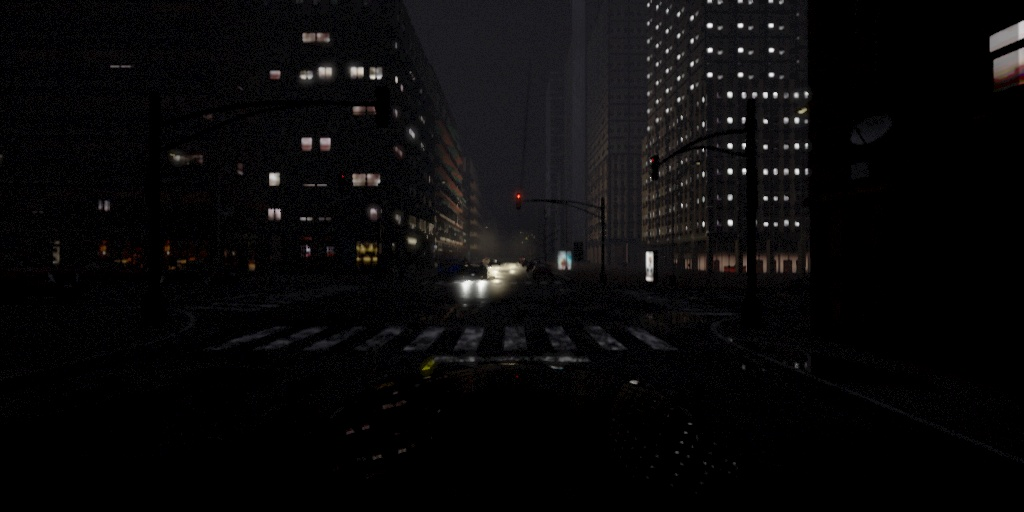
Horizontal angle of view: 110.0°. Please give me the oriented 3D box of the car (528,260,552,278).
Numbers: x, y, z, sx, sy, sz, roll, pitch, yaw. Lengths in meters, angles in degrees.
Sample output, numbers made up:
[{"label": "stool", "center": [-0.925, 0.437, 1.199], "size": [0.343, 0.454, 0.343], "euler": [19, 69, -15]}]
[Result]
[{"label": "car", "center": [2.694, 1.255, 32.645], "size": [1.802, 1.307, 4.207], "euler": [0, 0, 0]}]

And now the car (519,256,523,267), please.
[{"label": "car", "center": [2.695, 1.054, 60.283], "size": [1.967, 1.591, 4.097], "euler": [0, 0, 0]}]

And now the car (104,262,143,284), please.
[{"label": "car", "center": [-24.362, 0.983, 21.433], "size": [4.207, 1.307, 1.802], "euler": [0, 0, 0]}]

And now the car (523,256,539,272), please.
[{"label": "car", "center": [2.694, 1.088, 43.701], "size": [1.967, 1.591, 4.097], "euler": [0, 0, 0]}]

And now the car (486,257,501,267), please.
[{"label": "car", "center": [-2.997, 1.110, 63.255], "size": [1.994, 1.385, 4.181], "euler": [0, 0, 0]}]

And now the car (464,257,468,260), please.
[{"label": "car", "center": [-5.687, 0.975, 38.174], "size": [2.192, 1.841, 5.009], "euler": [0, 0, 0]}]

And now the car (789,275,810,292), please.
[{"label": "car", "center": [19.395, 1.586, 21.876], "size": [4.403, 1.370, 2.007], "euler": [0, 0, 0]}]

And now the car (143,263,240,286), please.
[{"label": "car", "center": [-18.792, 1.047, 21.473], "size": [4.313, 1.339, 1.948], "euler": [0, 0, 0]}]

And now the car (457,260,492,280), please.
[{"label": "car", "center": [-2.998, 1.248, 29.602], "size": [1.994, 1.385, 4.181], "euler": [0, 0, 0]}]

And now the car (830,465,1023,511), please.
[{"label": "car", "center": [2.692, 1.320, 0.240], "size": [1.948, 1.339, 4.313], "euler": [0, 0, 0]}]

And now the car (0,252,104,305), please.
[{"label": "car", "center": [-18.771, 0.751, 13.092], "size": [5.009, 1.841, 2.192], "euler": [0, 0, 0]}]

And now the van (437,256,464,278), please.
[{"label": "van", "center": [-5.687, 1.014, 32.646], "size": [1.690, 1.789, 3.998], "euler": [0, 0, 0]}]
